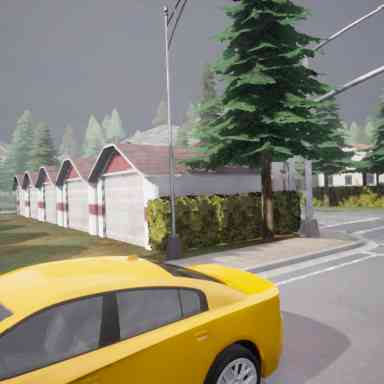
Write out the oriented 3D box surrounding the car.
[{"bbox_3d":[-1.296,1.455,3.068,5.008,1.535,1.882,-2,1,-35],"label":"car"}]
